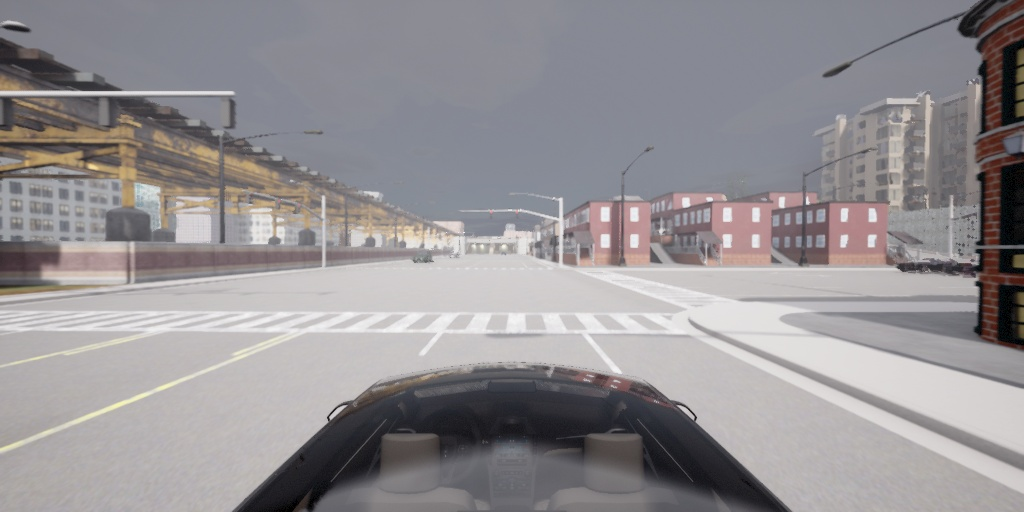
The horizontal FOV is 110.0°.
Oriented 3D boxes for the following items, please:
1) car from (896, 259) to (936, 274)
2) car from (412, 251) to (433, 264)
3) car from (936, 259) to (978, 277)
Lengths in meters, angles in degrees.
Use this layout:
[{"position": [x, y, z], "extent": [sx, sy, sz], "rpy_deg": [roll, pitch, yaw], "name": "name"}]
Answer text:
[{"position": [37.305, 0.882, 31.893], "extent": [4.718, 1.301, 1.895], "rpy_deg": [0, 1, 0], "name": "car"}, {"position": [-13.987, 0.222, 56.421], "extent": [2.150, 2.045, 5.566], "rpy_deg": [0, 3, 0], "name": "car"}, {"position": [37.305, 0.936, 28.393], "extent": [4.718, 1.301, 1.895], "rpy_deg": [0, 1, 0], "name": "car"}]
